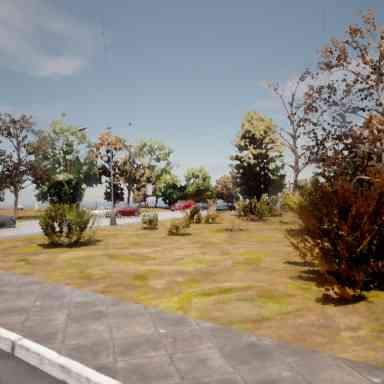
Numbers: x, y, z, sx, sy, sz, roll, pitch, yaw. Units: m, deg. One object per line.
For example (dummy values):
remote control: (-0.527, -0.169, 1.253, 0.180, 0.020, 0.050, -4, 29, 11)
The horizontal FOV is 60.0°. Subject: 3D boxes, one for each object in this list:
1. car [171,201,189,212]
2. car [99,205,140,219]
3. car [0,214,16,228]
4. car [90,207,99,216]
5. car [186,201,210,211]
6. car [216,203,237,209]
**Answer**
car: (-1.520, 2.552, 58.564, 2.150, 2.045, 5.566, -3, -2, 32)
car: (-8.503, 2.414, 40.969, 1.882, 1.535, 5.008, -3, -2, 32)
car: (-17.022, 2.455, 27.696, 1.994, 1.385, 4.181, -3, -2, 34)
car: (-11.518, 2.623, 42.737, 1.812, 1.442, 4.674, -3, -2, 32)
car: (1.469, 2.624, 56.729, 1.812, 1.442, 4.674, -3, -2, 32)
car: (5.281, 2.264, 49.446, 1.994, 1.385, 4.181, -3, -2, 32)
